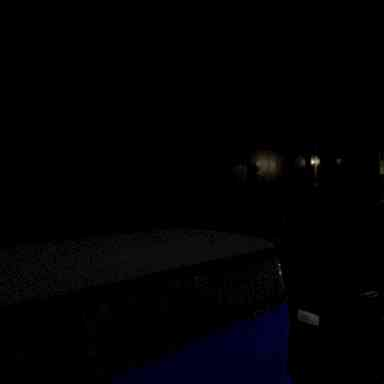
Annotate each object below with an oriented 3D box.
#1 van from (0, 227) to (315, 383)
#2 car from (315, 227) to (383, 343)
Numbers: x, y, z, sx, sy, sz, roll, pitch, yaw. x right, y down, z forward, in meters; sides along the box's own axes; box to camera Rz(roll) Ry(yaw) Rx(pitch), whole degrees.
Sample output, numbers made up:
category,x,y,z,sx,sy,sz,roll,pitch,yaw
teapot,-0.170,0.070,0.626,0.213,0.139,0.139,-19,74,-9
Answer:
category,x,y,z,sx,sy,sz,roll,pitch,yaw
van,-0.910,1.284,2.493,3.998,1.788,1.690,-2,2,-42
car,3.308,1.400,6.241,4.313,1.339,1.947,-1,2,-42
